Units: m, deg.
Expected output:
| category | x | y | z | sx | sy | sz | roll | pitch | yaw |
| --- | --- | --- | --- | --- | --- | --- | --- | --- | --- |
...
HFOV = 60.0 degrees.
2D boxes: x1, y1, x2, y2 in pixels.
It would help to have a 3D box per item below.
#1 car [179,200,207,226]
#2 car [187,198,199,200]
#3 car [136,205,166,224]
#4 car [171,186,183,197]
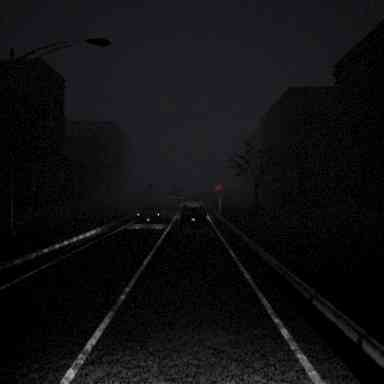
| category | x | y | z | sx | sy | sz | roll | pitch | yaw |
| --- | --- | --- | --- | --- | --- | --- | --- | --- | --- |
| car | 0.091 | 1.576 | 24.208 | 2.128 | 1.511 | 4.902 | 0 | 0 | 0 |
| car | 0.076 | 1.397 | 42.634 | 1.895 | 1.301 | 4.718 | -1 | 1 | 0 |
| car | -3.106 | 1.682 | 25.862 | 1.895 | 1.301 | 4.718 | 0 | 0 | 0 |
| car | -3.017 | -0.221 | 68.065 | 2.150 | 2.045 | 5.566 | 0 | 3 | 0 |
